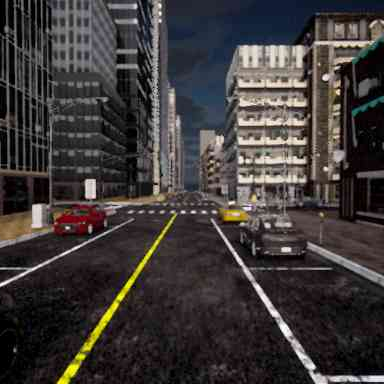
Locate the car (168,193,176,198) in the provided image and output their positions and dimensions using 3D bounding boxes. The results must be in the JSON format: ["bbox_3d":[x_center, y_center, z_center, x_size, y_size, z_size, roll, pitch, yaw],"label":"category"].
[{"bbox_3d":[-5.662,0.950,95.280,1.887,1.381,4.507,-1,0,0],"label":"car"}]

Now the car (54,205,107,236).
[{"bbox_3d":[-5.824,1.431,17.812,1.887,1.381,4.507,-1,0,0],"label":"car"}]

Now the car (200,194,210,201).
[{"bbox_3d":[2.706,1.130,67.004,2.008,1.369,4.403,-1,0,0],"label":"car"}]

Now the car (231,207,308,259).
[{"bbox_3d":[2.813,1.473,12.107,2.008,1.369,4.403,-1,0,0],"label":"car"}]

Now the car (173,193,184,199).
[{"bbox_3d":[-2.964,0.986,82.216,1.837,1.490,4.892,0,0,0],"label":"car"}]

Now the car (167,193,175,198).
[{"bbox_3d":[-5.663,1.022,89.625,1.802,1.307,4.206,-1,0,0],"label":"car"}]

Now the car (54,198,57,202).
[{"bbox_3d":[-21.641,0.986,47.035,4.829,1.417,1.752,1,1,1],"label":"car"}]

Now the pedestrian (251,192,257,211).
[{"bbox_3d":[6.150,0.943,32.913,0.375,1.860,0.375,-1,1,0],"label":"pedestrian"}]

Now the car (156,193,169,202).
[{"bbox_3d":[-5.676,1.140,61.183,1.752,1.417,4.829,-1,0,0],"label":"car"}]

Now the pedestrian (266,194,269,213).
[{"bbox_3d":[7.149,1.107,31.716,0.375,1.860,0.375,-1,1,0],"label":"pedestrian"}]

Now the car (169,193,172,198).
[{"bbox_3d":[-5.674,1.145,67.008,1.947,1.339,4.313,-1,0,0],"label":"car"}]

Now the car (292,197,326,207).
[{"bbox_3d":[16.334,1.338,46.523,4.403,1.369,2.008,0,1,1],"label":"car"}]

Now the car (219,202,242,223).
[{"bbox_3d":[2.817,1.375,23.565,1.752,1.417,4.829,-1,0,0],"label":"car"}]

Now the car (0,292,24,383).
[{"bbox_3d":[-3.098,1.547,2.471,1.994,1.385,4.181,0,0,0],"label":"car"}]

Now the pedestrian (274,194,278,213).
[{"bbox_3d":[8.149,1.133,32.316,0.375,1.860,0.375,-1,1,0],"label":"pedestrian"}]
